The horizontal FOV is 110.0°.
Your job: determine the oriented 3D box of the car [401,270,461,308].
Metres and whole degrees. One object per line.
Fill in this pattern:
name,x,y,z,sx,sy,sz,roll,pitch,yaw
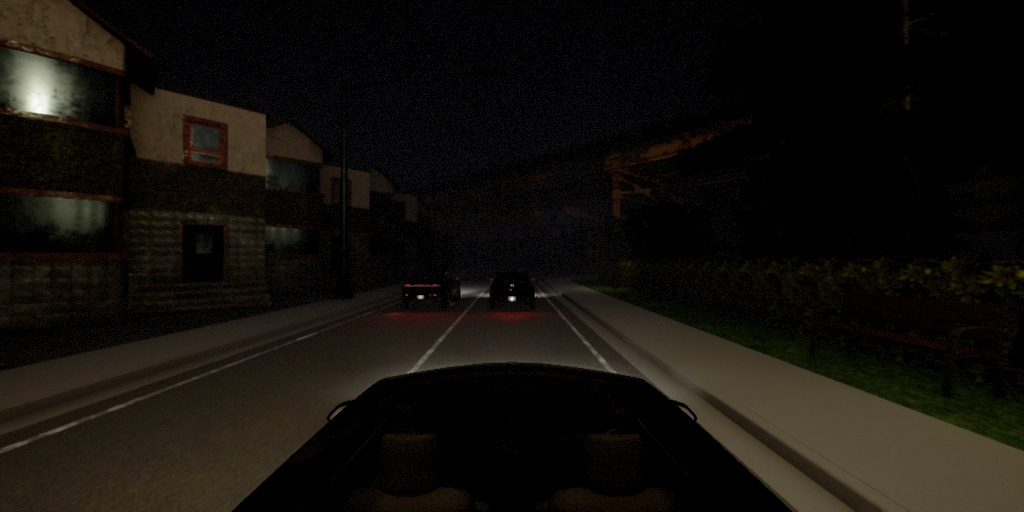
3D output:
car,-3.491,1.375,16.137,2.128,1.511,4.902,0,0,0

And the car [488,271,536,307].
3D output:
car,0.009,1.391,16.152,1.837,1.490,4.892,0,0,0
